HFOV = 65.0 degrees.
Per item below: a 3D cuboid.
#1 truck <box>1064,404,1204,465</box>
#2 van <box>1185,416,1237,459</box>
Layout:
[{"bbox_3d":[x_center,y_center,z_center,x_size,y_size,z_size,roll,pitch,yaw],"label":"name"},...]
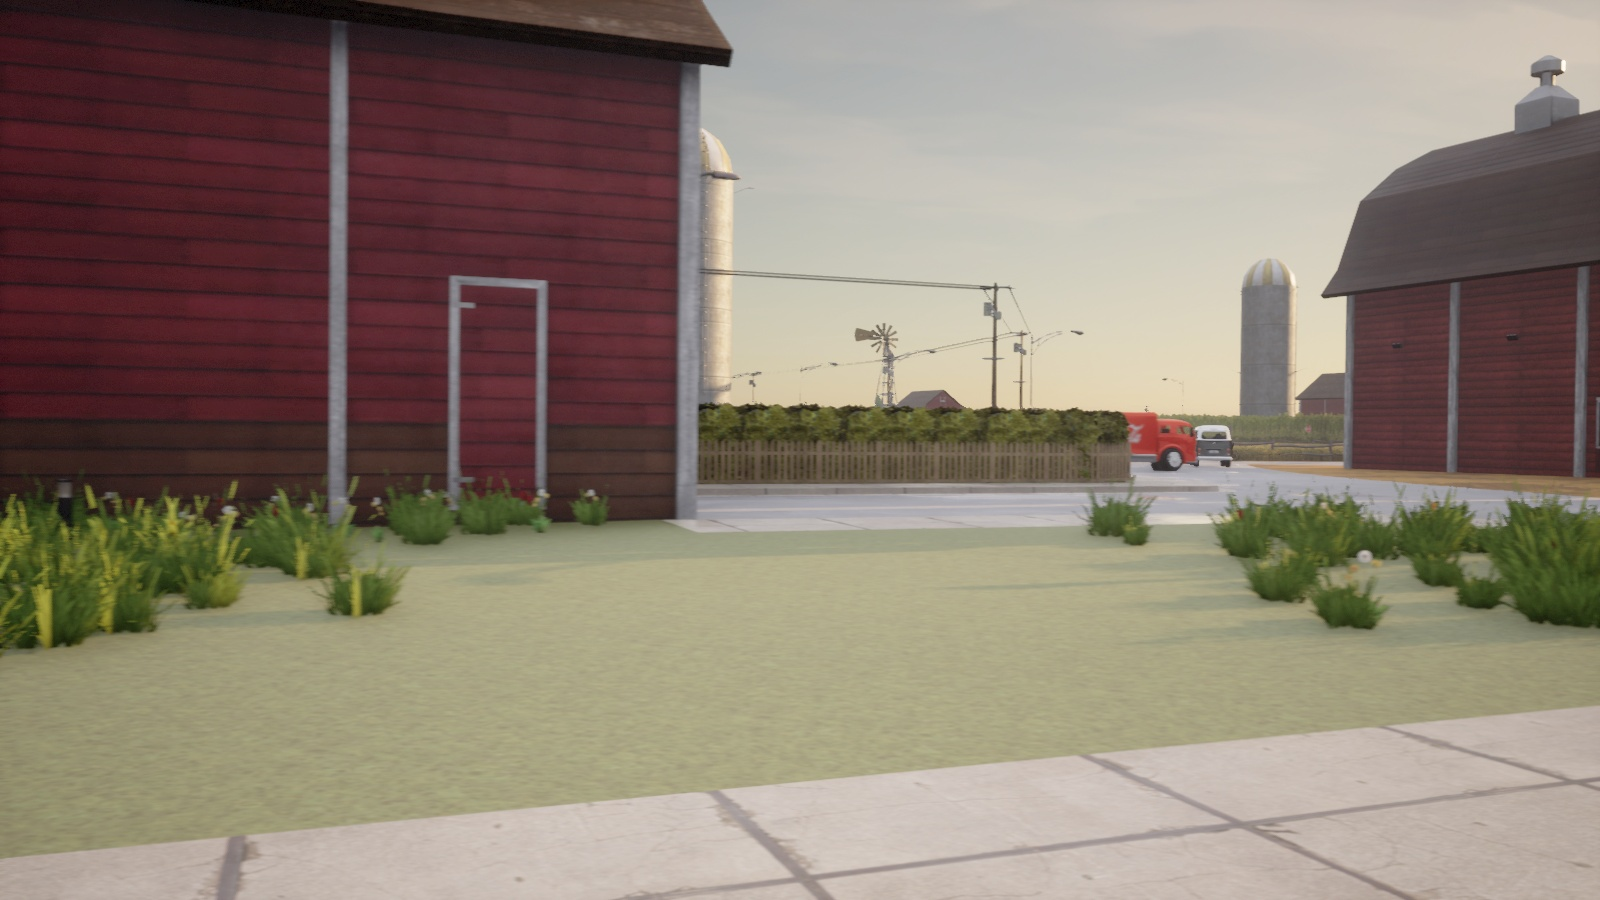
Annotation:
[{"bbox_3d":[13.961,-0.661,52.796,5.204,2.467,2.627,0,2,0],"label":"truck"},{"bbox_3d":[20.441,-0.637,62.561,2.069,2.038,4.480,0,1,13],"label":"van"}]
